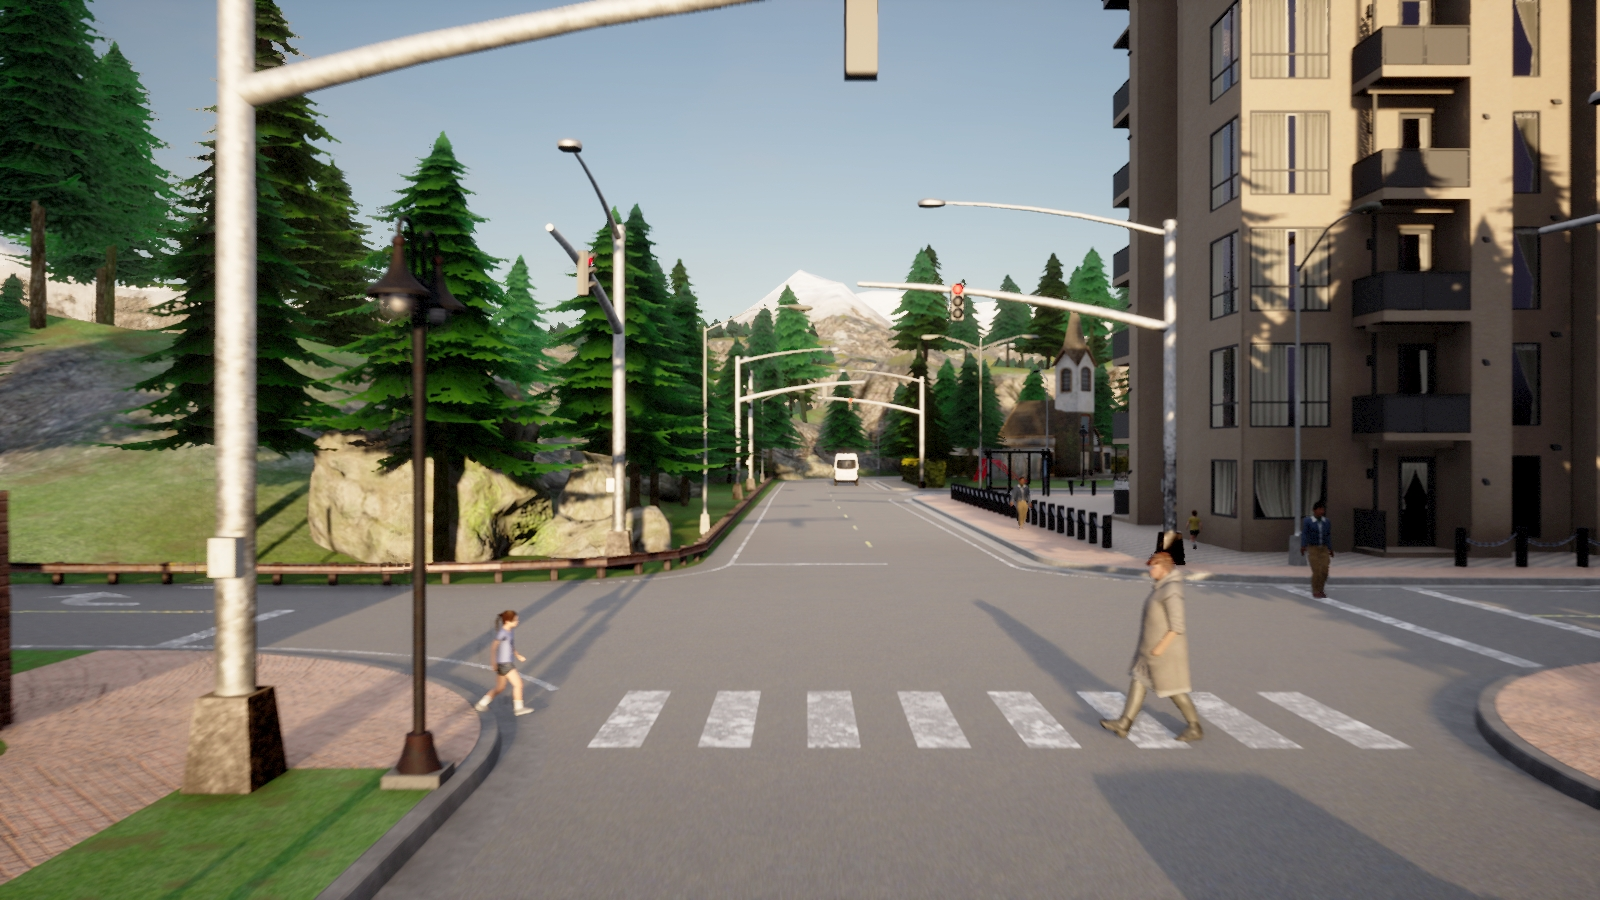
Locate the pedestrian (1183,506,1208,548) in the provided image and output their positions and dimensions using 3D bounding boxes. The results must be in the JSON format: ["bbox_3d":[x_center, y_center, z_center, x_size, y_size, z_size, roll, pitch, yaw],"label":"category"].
[{"bbox_3d":[10.581,2.059,30.607,0.500,1.100,0.500,0,0,0],"label":"pedestrian"}]

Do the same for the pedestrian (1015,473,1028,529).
[{"bbox_3d":[7.354,1.692,37.996,0.375,1.860,0.375,0,0,1],"label":"pedestrian"}]

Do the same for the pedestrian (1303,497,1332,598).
[{"bbox_3d":[9.739,1.829,21.502,0.375,1.860,0.375,0,0,2],"label":"pedestrian"}]

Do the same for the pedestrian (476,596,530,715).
[{"bbox_3d":[-3.011,2.068,11.600,0.500,1.100,0.500,0,0,-11],"label":"pedestrian"}]

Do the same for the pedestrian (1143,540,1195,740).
[{"bbox_3d":[3.553,1.817,11.004,0.375,1.860,0.375,0,0,-2],"label":"pedestrian"}]
